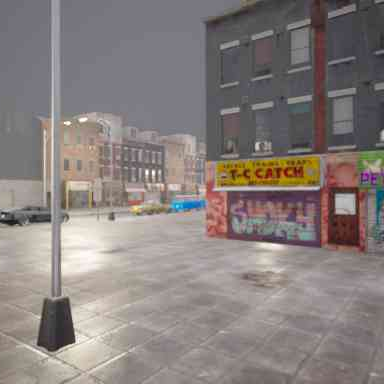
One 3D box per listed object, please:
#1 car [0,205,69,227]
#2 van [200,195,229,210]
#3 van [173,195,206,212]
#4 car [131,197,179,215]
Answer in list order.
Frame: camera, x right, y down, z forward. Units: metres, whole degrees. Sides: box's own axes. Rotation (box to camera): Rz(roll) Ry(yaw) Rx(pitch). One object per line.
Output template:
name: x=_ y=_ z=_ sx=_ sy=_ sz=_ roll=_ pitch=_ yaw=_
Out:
car: x=-10.333 y=1.516 z=22.111 sx=1.947 sy=1.339 sz=4.313 roll=0 pitch=0 yaw=36
van: x=2.846 y=1.229 z=40.520 sx=1.690 sy=1.788 sz=3.998 roll=0 pitch=0 yaw=36
van: x=-0.449 y=1.244 z=35.918 sx=1.690 sy=1.788 sz=3.998 roll=0 pitch=0 yaw=36
car: x=-3.645 y=1.443 z=31.454 sx=1.752 sy=1.417 sz=4.829 roll=0 pitch=0 yaw=36
